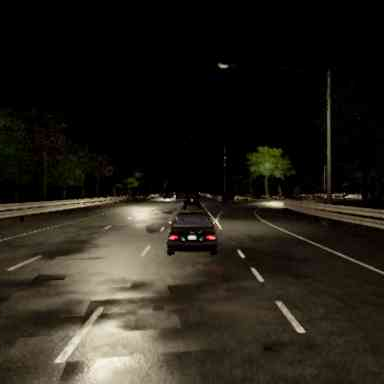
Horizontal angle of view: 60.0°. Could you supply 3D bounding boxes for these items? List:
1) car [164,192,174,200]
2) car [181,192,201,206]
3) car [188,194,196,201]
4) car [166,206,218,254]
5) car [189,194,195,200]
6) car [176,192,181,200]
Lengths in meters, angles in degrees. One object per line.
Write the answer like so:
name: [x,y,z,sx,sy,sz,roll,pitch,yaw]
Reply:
car: [-6.969,1.368,93.930,1.837,1.490,4.892,0,0,0]
car: [0.015,1.130,43.959,2.150,2.045,5.566,0,0,0]
car: [0.027,1.347,81.167,1.882,1.535,5.008,0,0,0]
car: [0.004,1.520,13.269,2.033,1.411,5.357,0,0,0]
car: [0.031,1.394,94.758,1.812,1.442,4.674,0,0,0]
car: [-3.469,1.224,94.314,2.097,1.767,4.553,0,0,0]
